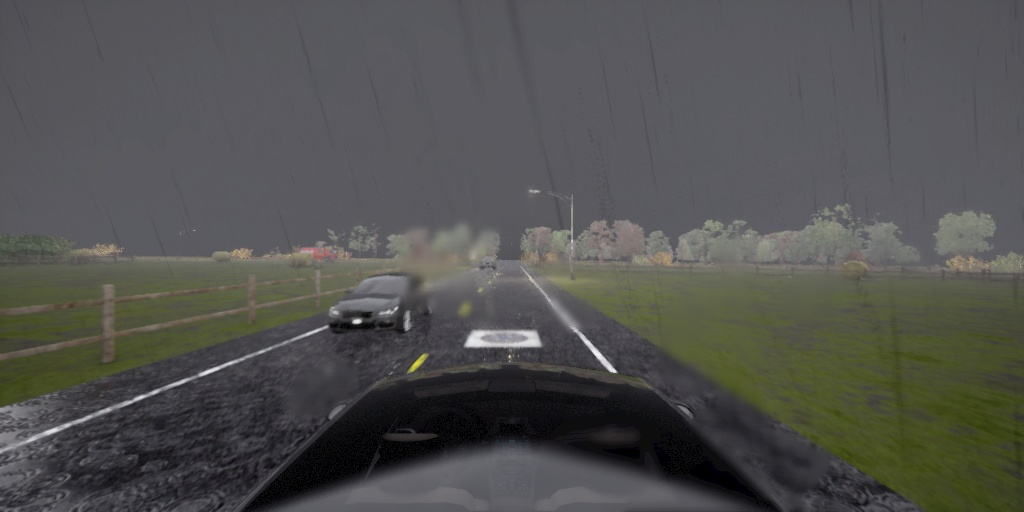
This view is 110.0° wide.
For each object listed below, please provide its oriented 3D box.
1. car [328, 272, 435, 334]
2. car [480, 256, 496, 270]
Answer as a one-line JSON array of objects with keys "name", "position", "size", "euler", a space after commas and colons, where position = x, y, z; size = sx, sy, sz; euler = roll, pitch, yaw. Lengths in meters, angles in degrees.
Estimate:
[{"name": "car", "position": [-3.598, 1.269, 10.753], "size": [1.837, 1.490, 4.892], "euler": [0, 0, 0]}, {"name": "car", "position": [-3.550, 1.064, 54.544], "size": [2.150, 2.045, 5.566], "euler": [0, 0, 1]}]
